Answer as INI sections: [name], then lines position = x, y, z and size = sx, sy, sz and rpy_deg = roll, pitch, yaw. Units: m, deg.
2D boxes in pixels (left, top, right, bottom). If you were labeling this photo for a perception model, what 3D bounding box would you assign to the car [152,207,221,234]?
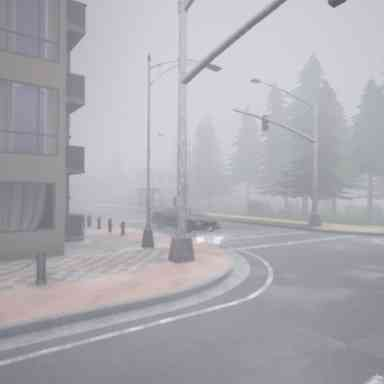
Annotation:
[car]
position = -0.514, 1.617, 20.302
size = 2.033, 1.411, 5.357
rpy_deg = 1, 0, -35
